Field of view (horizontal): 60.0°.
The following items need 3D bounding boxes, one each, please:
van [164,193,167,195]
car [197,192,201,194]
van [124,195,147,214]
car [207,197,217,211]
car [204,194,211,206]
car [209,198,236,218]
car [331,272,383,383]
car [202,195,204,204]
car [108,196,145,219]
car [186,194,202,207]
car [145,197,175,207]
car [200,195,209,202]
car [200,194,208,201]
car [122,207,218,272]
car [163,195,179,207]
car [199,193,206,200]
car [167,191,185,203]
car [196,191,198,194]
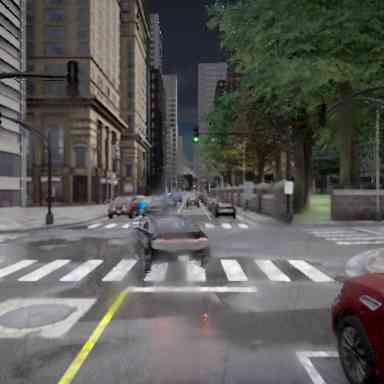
[{"bbox_3d":[-5.768,1.128,77.528,1.690,1.788,3.998,0,0,0],"label":"van"},{"bbox_3d":[2.758,1.142,66.668,2.192,1.841,5.009,0,0,0],"label":"car"},{"bbox_3d":[-5.765,1.268,34.165,1.690,1.788,3.998,0,0,0],"label":"van"},{"bbox_3d":[2.760,1.509,34.147,1.802,1.307,4.206,0,0,0],"label":"car"},{"bbox_3d":[2.760,1.353,39.567,1.967,1.590,4.097,0,0,0],"label":"car"},{"bbox_3d":[2.761,1.506,28.727,1.947,1.339,4.313,0,0,0],"label":"car"},{"bbox_3d":[2.763,1.312,2.168,2.192,1.841,5.009,0,0,0],"label":"car"},{"bbox_3d":[2.759,1.463,50.408,1.802,1.307,4.206,0,0,0],"label":"car"},{"bbox_3d":[-5.764,1.256,28.745,2.192,1.841,5.009,0,0,0],"label":"car"},{"bbox_3d":[0.096,1.411,49.085,1.812,1.442,4.674,0,0,0],"label":"car"},{"bbox_3d":[-3.076,1.486,29.550,2.033,1.411,5.357,0,0,4],"label":"car"},{"bbox_3d":[2.757,1.332,72.260,1.752,1.417,4.829,0,0,0],"label":"car"},{"bbox_3d":[2.757,1.312,77.679,1.752,1.417,4.829,0,0,0],"label":"car"},{"bbox_3d":[-0.893,1.473,10.841,2.128,1.511,4.902,0,0,-16],"label":"car"},{"bbox_3d":[-3.090,1.464,44.166,1.994,1.385,4.181,0,0,0],"label":"car"},{"bbox_3d":[2.756,1.186,88.350,1.967,1.590,4.097,0,0,0],"label":"car"},{"bbox_3d":[-3.008,1.061,63.516,2.150,2.045,5.566,0,0,0],"label":"car"},{"bbox_3d":[2.757,1.082,82.929,2.192,1.841,5.009,0,0,0],"label":"car"}]
